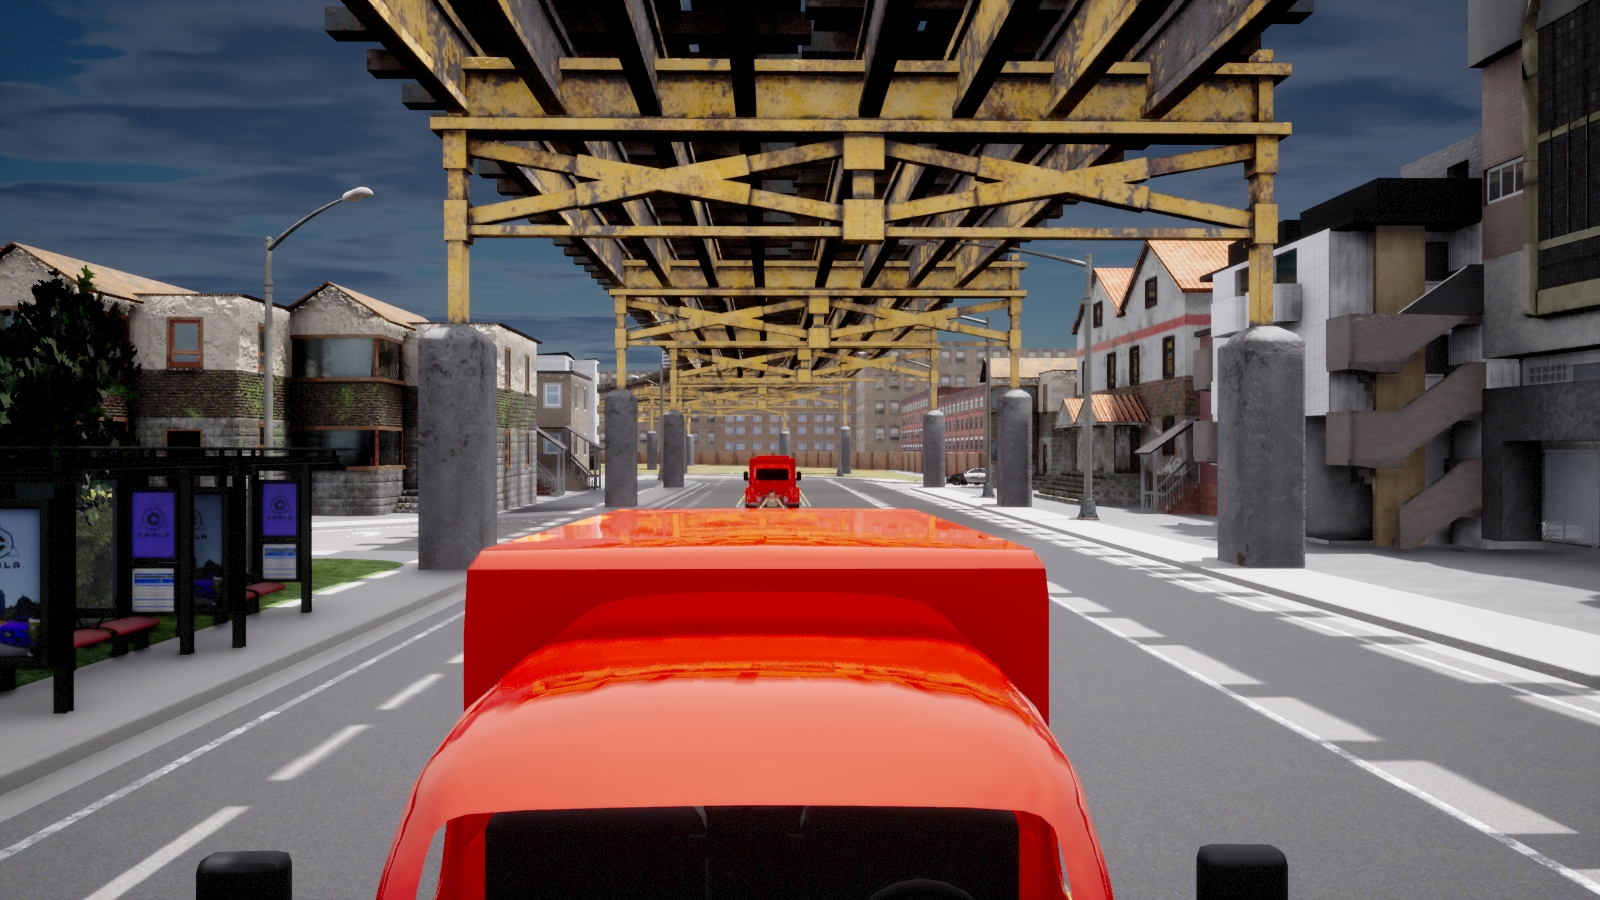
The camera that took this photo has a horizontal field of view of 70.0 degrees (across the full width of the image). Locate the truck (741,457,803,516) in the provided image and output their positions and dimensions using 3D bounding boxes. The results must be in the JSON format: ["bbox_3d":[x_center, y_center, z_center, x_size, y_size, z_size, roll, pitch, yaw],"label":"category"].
[{"bbox_3d":[-1.238,1.568,51.119,2.627,2.467,5.204,0,0,-1],"label":"truck"}]

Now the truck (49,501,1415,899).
[{"bbox_3d":[-0.167,1.568,4.802,2.627,2.467,5.204,0,0,-1],"label":"truck"}]
